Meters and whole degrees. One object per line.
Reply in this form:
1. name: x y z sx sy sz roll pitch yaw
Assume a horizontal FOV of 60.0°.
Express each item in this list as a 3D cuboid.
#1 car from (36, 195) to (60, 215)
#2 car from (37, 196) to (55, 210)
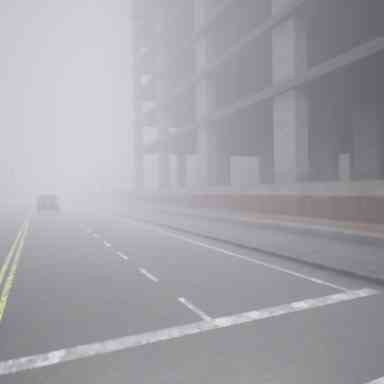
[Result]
1. car: -15.876 1.327 36.720 2.150 2.045 5.566 -1 0 -24
2. car: -20.285 1.484 46.162 2.097 1.767 4.553 -1 0 -25
